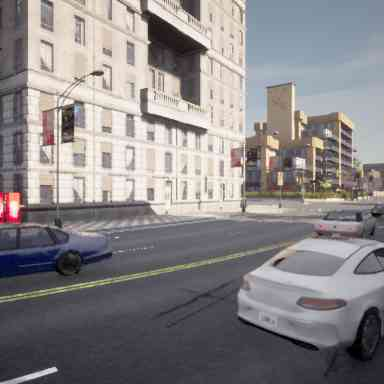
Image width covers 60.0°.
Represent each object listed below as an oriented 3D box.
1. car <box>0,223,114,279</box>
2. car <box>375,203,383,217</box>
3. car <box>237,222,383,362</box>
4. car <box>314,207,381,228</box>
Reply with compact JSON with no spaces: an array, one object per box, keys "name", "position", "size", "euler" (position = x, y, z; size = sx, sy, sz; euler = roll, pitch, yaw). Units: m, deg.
[{"name":"car","position":[-4.820,1.538,8.689],"size":[5.357,1.411,2.033],"euler":[0,0,-37]},{"name":"car","position":[16.526,1.589,28.181],"size":[1.895,1.301,4.718],"euler":[0,0,36]},{"name":"car","position":[2.758,1.523,5.919],"size":[4.674,1.442,1.812],"euler":[0,0,-41]},{"name":"car","position":[7.688,1.593,16.370],"size":[1.895,1.301,4.718],"euler":[0,0,38]}]
